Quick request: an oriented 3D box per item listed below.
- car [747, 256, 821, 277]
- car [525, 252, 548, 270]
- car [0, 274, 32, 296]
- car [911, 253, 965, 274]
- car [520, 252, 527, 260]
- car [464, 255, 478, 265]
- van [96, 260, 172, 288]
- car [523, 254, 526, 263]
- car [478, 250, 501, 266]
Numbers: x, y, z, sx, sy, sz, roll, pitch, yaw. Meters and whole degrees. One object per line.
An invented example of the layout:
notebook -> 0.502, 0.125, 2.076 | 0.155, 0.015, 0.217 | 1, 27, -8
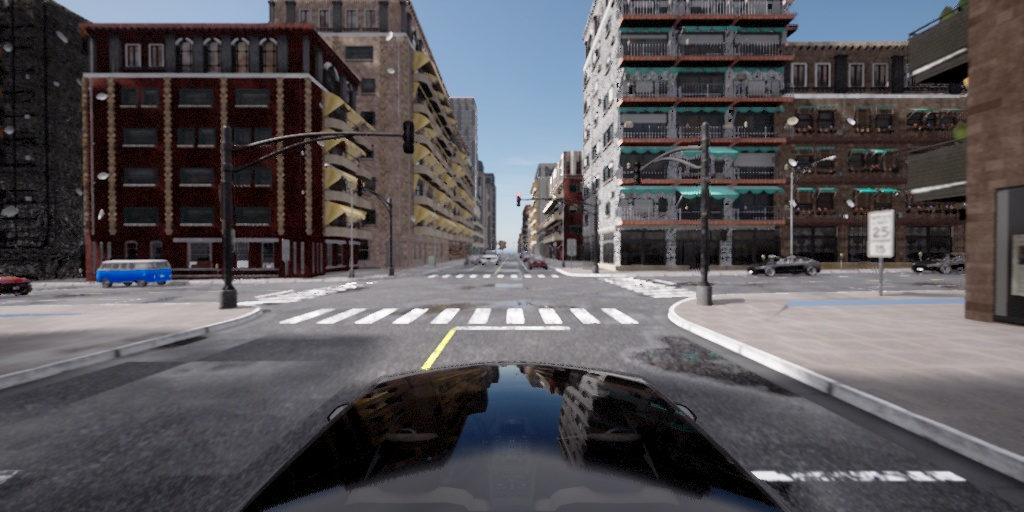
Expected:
car -> 18.307, 0.665, 24.216 | 4.313, 1.339, 1.948 | 0, 0, 0
car -> 2.754, 0.626, 38.686 | 1.967, 1.591, 4.097 | 0, 0, 0
car -> -27.753, 1.404, 18.256 | 5.008, 1.535, 1.882 | -1, 1, 0
car -> 29.633, 0.484, 24.121 | 4.313, 1.339, 1.948 | 0, 0, 0
car -> 2.793, 0.435, 60.820 | 1.802, 1.307, 4.207 | 0, 0, 0
car -> -5.608, 0.570, 49.768 | 2.007, 1.370, 4.403 | 0, 0, 0
van -> -25.330, 1.157, 24.098 | 3.998, 1.789, 1.690 | 0, 0, 0
car -> 2.763, 0.653, 44.219 | 2.007, 1.370, 4.403 | 0, 0, 0
car -> -2.997, 0.250, 49.149 | 2.150, 2.045, 5.566 | 0, 1, 0
